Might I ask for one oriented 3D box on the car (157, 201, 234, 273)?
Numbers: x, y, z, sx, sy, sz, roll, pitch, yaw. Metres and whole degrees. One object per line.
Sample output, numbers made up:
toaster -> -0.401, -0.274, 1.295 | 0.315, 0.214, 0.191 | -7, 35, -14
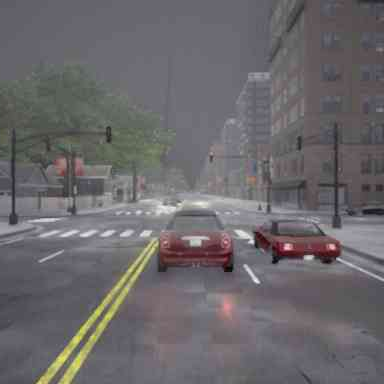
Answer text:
car -> 0.094, 1.342, 10.803 | 2.097, 1.767, 4.553 | 0, 0, 0

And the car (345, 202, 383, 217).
car -> 16.361, 1.556, 30.555 | 4.313, 1.339, 1.947 | 0, 0, 0

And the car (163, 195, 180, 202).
car -> -3.351, 1.452, 50.469 | 2.128, 1.511, 4.902 | 0, 0, 0

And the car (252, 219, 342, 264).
car -> 3.350, 1.589, 11.720 | 1.895, 1.301, 4.718 | 0, 0, 0
